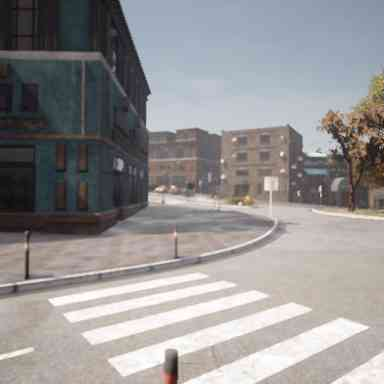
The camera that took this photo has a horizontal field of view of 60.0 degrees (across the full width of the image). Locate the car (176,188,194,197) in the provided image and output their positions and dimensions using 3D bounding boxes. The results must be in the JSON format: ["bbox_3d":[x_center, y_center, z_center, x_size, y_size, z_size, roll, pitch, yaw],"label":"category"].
[{"bbox_3d":[-0.839,0.057,65.630,2.231,1.521,4.892,6,2,12],"label":"car"}]

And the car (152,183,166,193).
[{"bbox_3d":[-6.020,-0.550,68.645,1.946,1.575,5.366,6,2,12],"label":"car"}]

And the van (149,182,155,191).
[{"bbox_3d":[-8.518,-1.078,70.531,1.878,1.987,4.442,6,2,12],"label":"van"}]

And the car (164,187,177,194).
[{"bbox_3d":[-3.410,-0.206,67.234,2.002,1.452,4.674,6,2,12],"label":"car"}]
